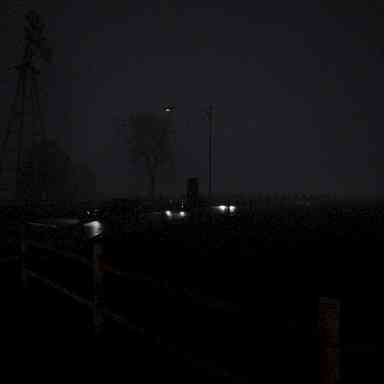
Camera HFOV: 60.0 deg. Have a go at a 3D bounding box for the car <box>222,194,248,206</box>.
[{"bbox_3d":[5.425,1.005,41.760,1.994,1.385,4.181,1,2,35],"label":"car"}]

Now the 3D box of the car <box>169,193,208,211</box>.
[{"bbox_3d":[-0.349,0.924,33.614,2.097,1.767,4.553,1,2,35],"label":"car"}]

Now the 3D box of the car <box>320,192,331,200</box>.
[{"bbox_3d":[24.709,0.710,62.576,1.994,1.385,4.181,1,1,36],"label":"car"}]

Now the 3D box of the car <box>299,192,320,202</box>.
[{"bbox_3d":[18.912,0.801,54.392,1.812,1.442,4.674,1,2,35],"label":"car"}]

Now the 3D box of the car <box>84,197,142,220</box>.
[{"bbox_3d":[-5.992,1.206,25.663,1.837,1.490,4.892,1,2,35],"label":"car"}]
